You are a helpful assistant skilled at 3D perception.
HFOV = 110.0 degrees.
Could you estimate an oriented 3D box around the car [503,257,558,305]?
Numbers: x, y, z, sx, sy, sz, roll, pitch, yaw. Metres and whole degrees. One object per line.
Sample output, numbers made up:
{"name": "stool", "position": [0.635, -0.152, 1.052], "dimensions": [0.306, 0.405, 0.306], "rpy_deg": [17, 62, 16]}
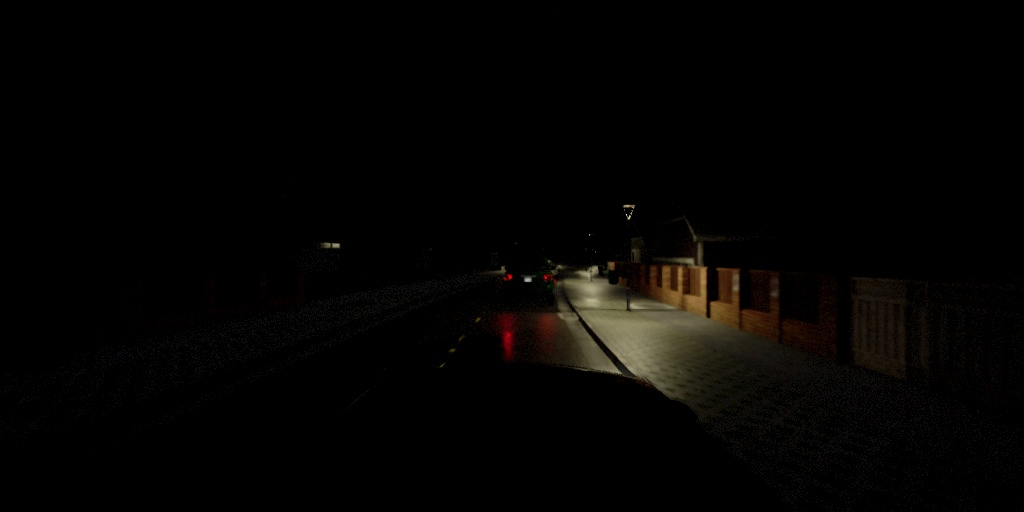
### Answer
{"name": "car", "position": [0.856, 1.049, 16.785], "dimensions": [2.150, 2.045, 5.566], "rpy_deg": [0, 0, 5]}

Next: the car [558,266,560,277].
{"name": "car", "position": [3.841, 1.467, 36.921], "dimensions": [1.812, 1.442, 4.674], "rpy_deg": [0, 0, 12]}
